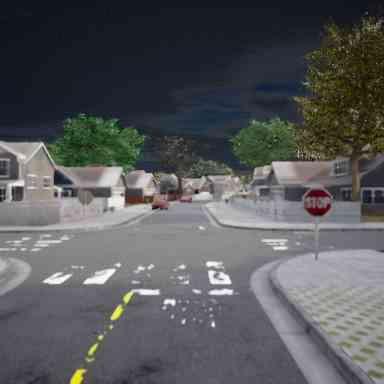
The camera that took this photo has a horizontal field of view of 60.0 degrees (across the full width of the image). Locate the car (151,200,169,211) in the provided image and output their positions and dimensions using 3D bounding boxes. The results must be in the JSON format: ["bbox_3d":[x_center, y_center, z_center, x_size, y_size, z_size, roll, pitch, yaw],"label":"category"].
[{"bbox_3d":[-3.806,1.581,40.071,1.895,1.301,4.718,-1,1,0],"label":"car"}]

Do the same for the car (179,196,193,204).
[{"bbox_3d":[-1.097,1.437,64.528,1.882,1.535,5.008,0,0,11],"label":"car"}]
